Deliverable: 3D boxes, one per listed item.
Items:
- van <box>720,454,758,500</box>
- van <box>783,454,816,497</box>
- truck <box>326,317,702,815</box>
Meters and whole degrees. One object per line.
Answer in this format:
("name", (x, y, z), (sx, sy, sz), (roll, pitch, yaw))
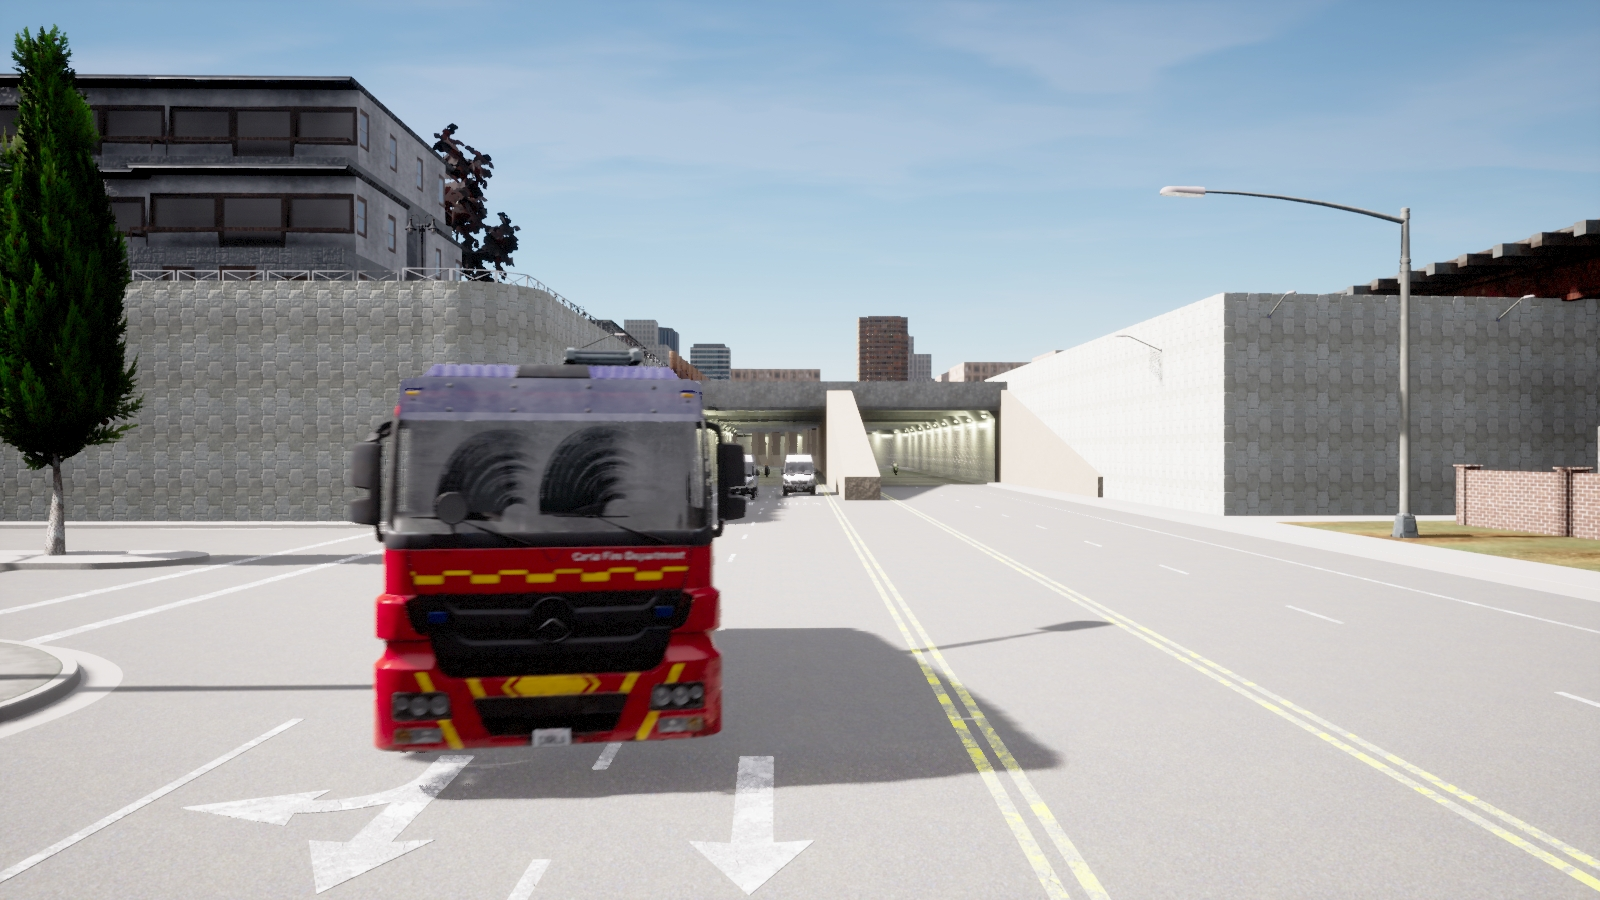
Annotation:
("van", (-3.555, 1.533, 67.454), (1.988, 2.561, 5.915), (0, 0, 0))
("van", (-0.055, 1.534, 71.310), (1.988, 2.561, 5.915), (0, 0, 0))
("truck", (-3.018, 0.890, 13.205), (2.891, 3.827, 8.468), (0, 0, -11))
